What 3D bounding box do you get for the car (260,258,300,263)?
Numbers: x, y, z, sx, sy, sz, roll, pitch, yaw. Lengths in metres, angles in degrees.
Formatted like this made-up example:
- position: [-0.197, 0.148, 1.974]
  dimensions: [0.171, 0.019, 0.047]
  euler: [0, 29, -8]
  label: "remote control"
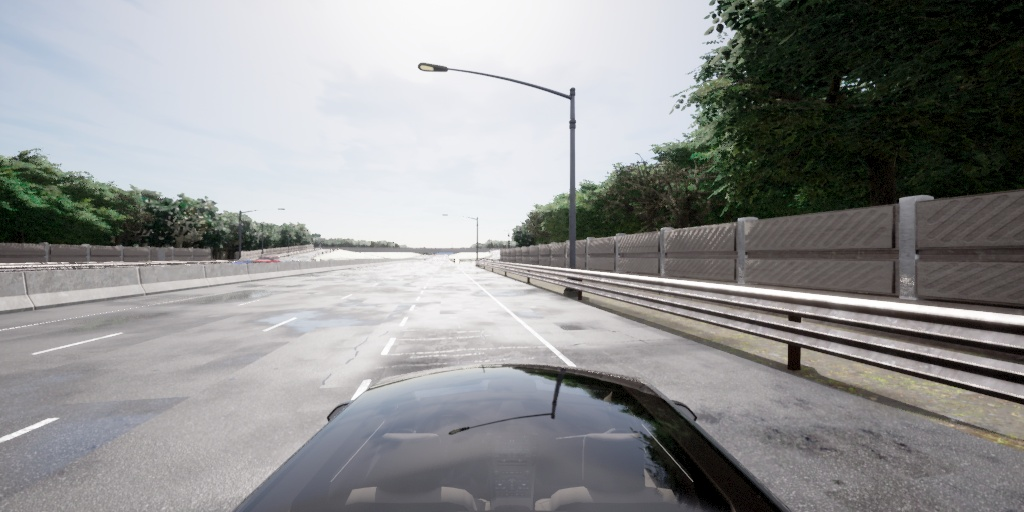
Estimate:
- position: [-29.486, 1.335, 45.904]
  dimensions: [2.033, 1.411, 5.357]
  euler: [0, 0, -10]
  label: "car"
